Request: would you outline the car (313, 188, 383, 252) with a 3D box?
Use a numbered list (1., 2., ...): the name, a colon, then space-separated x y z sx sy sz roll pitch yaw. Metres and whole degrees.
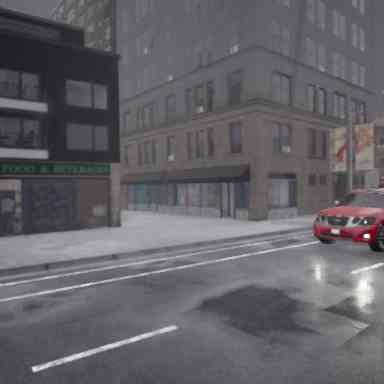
1. car: 6.966 0.888 12.580 5.566 2.045 2.150 -1 1 -36
